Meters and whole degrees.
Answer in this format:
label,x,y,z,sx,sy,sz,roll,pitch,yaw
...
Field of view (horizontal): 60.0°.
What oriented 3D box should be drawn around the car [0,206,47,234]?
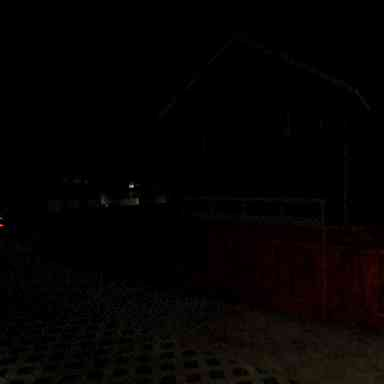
label,x,y,z,sx,sy,sz,roll,pitch,yaw
car,-9.911,1.610,20.081,1.837,1.490,4.892,0,0,15
